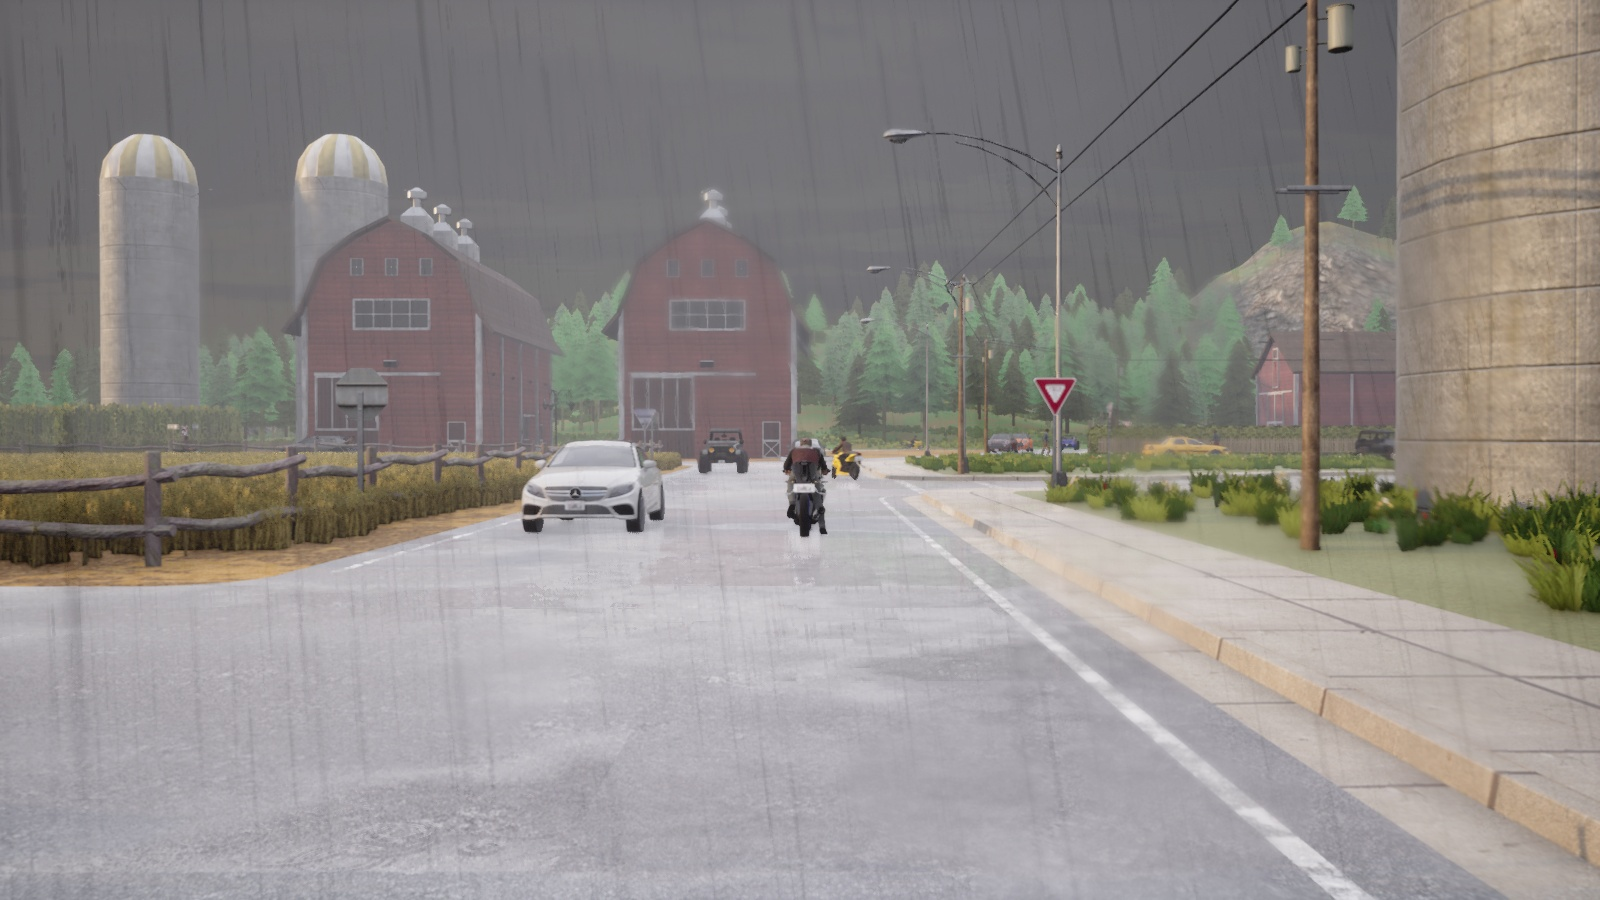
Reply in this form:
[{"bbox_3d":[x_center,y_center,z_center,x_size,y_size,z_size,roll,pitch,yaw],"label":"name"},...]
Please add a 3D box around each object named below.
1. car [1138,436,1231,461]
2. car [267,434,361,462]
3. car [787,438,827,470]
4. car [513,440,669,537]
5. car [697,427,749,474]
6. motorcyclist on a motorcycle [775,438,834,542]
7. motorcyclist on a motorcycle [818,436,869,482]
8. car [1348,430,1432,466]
[{"bbox_3d":[24.453,-0.106,79.903,5.366,1.575,1.801,0,1,0],"label":"car"},{"bbox_3d":[-29.048,-0.109,75.169,4.856,1.649,2.033,0,1,-3],"label":"car"},{"bbox_3d":[0.325,0.162,60.162,1.812,1.442,4.674,0,1,0],"label":"car"},{"bbox_3d":[-3.366,0.555,21.079,1.812,1.442,4.674,0,0,0],"label":"car"},{"bbox_3d":[-3.194,0.005,52.725,1.905,1.878,3.866,0,1,0],"label":"car"},{"bbox_3d":[0.091,0.582,19.643,0.866,1.530,2.191,0,1,2],"label":"motorcyclist on a motorcycle"},{"bbox_3d":[1.487,0.290,43.303,0.797,1.523,2.044,3,-1,-27],"label":"motorcyclist on a motorcycle"},{"bbox_3d":[32.215,-0.129,68.668,1.905,1.878,3.866,0,1,-22],"label":"car"}]
